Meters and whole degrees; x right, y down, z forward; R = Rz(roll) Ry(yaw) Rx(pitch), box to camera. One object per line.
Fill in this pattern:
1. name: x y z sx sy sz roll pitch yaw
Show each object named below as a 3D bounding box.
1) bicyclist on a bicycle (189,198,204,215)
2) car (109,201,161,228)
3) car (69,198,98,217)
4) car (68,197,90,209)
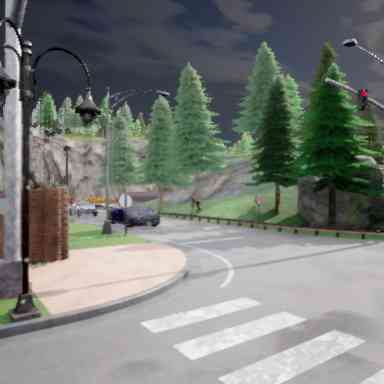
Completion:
1. bicyclist on a bicycle: 0.313 1.220 28.751 1.656 1.620 0.582 -22 16 -32
2. car: -3.952 1.407 22.728 2.097 1.767 4.553 0 0 -34
3. car: -10.760 1.583 32.731 1.812 1.442 4.674 0 0 -34
4. car: -15.989 1.554 46.993 1.882 1.535 5.008 0 0 -31
